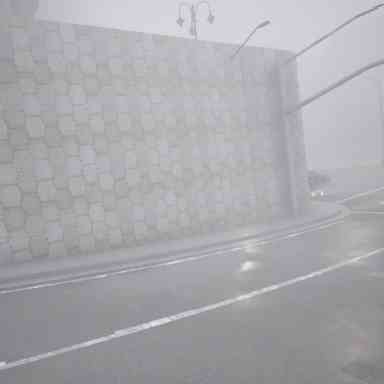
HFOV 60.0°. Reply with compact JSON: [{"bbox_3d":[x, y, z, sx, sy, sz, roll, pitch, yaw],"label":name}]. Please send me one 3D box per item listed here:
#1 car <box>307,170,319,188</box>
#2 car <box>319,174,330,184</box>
[{"bbox_3d":[8.046,-0.739,29.592,2.033,1.411,5.357,-11,7,-35],"label":"car"},{"bbox_3d":[10.714,-1.344,31.799,1.837,1.490,4.892,-11,6,-34],"label":"car"}]
